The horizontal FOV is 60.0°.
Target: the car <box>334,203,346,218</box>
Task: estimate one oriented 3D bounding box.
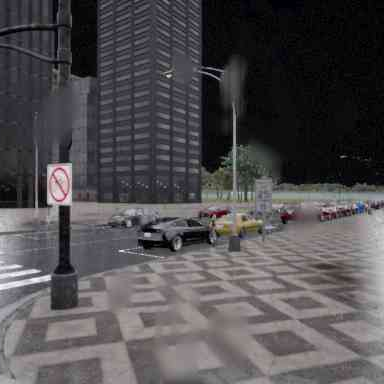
[{"bbox_3d":[15.823,2.246,37.856,1.802,1.307,4.206,-1,-2,36],"label":"car"}]

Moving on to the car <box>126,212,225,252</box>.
[{"bbox_3d":[-0.557,1.775,14.872,1.947,1.339,4.313,-1,-2,35],"label":"car"}]

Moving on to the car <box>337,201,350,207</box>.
[{"bbox_3d":[38.360,3.037,84.166,2.008,1.369,4.403,-1,-1,35],"label":"car"}]

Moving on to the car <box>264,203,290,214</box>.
[{"bbox_3d":[12.156,2.305,47.399,2.008,1.369,4.403,-1,-2,35],"label":"car"}]

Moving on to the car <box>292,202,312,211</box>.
[{"bbox_3d":[18.707,2.494,56.591,2.008,1.369,4.403,-1,-2,35],"label":"car"}]

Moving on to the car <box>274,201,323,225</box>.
[{"bbox_3d":[9.268,1.791,28.665,2.192,1.841,5.009,-1,-2,35],"label":"car"}]

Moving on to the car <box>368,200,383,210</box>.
[{"bbox_3d":[35.473,2.539,65.433,2.192,1.841,5.009,-1,-2,35],"label":"car"}]

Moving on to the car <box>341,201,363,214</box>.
[{"bbox_3d":[22.370,2.294,47.046,1.967,1.590,4.097,-1,-2,35],"label":"car"}]

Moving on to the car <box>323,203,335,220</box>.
[{"bbox_3d":[12.544,2.114,33.255,1.887,1.381,4.507,-1,-2,35],"label":"car"}]

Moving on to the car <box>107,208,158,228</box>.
[{"bbox_3d":[-4.219,1.842,24.421,2.008,1.369,4.403,-1,-1,35],"label":"car"}]

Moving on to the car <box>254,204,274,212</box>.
[{"bbox_3d":[8.881,2.210,42.804,2.008,1.369,4.403,-1,-2,35],"label":"car"}]

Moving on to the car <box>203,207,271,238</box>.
[{"bbox_3d":[2.816,1.824,19.606,1.752,1.417,4.829,-1,-2,35],"label":"car"}]

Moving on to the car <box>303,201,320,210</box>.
[{"bbox_3d":[21.982,2.476,61.189,1.967,1.590,4.097,-1,-2,35],"label":"car"}]

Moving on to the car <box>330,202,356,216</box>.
[{"bbox_3d":[19.095,2.304,42.447,1.887,1.381,4.507,-1,-2,35],"label":"car"}]

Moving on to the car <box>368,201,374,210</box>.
[{"bbox_3d":[28.922,2.592,56.235,2.008,1.369,4.403,-1,-2,35],"label":"car"}]

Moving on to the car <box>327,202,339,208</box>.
[{"bbox_3d":[31.809,2.891,74.974,1.802,1.307,4.206,-1,-2,35],"label":"car"}]

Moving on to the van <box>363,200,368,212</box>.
[{"bbox_3d":[25.646,2.289,51.644,1.690,1.788,3.998,-1,-2,35],"label":"van"}]

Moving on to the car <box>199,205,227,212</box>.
[{"bbox_3d":[2.331,2.016,33.613,1.887,1.381,4.507,-1,-2,35],"label":"car"}]

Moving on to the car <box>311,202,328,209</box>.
[{"bbox_3d":[25.258,2.673,65.783,1.887,1.381,4.507,-1,-2,35],"label":"car"}]
